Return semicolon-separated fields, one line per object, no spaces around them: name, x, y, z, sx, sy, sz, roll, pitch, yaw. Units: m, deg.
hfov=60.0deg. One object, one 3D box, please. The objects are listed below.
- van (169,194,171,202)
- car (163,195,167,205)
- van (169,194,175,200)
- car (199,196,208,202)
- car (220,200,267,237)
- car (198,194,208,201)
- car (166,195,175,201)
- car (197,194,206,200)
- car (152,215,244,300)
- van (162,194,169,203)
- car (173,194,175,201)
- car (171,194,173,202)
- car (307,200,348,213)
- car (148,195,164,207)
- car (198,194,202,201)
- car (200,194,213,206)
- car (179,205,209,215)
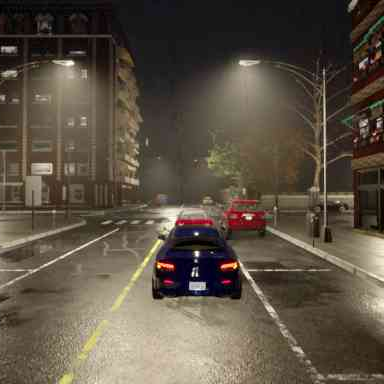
van;-5.686;1.389;67.324;1.690;1.788;3.998;1;0;0
car;-5.688;1.619;56.246;1.802;1.307;4.206;1;0;0
van;-5.692;1.422;95.017;1.690;1.788;3.998;1;0;0
car;2.687;1.626;78.395;1.947;1.339;4.313;1;0;0
car;2.704;1.323;18.212;2.192;1.841;5.009;1;0;0
car;2.690;1.382;83.933;2.192;1.841;5.009;1;0;0
car;-5.695;1.624;89.479;2.008;1.369;4.403;1;0;0
car;2.688;1.396;95.009;2.192;1.841;5.009;1;0;0
car;0.100;1.529;8.281;1.812;1.442;4.674;0;0;0
van;-5.685;1.383;61.785;1.690;1.788;3.998;1;0;0
car;-5.692;1.611;78.402;2.008;1.369;4.403;1;0;0
car;-5.692;1.636;72.863;1.802;1.307;4.206;1;0;0
car;15.205;1.609;37.247;4.313;1.339;1.947;0;-1;1
car;-5.687;1.614;50.709;1.802;1.307;4.206;1;0;0
car;2.689;1.604;72.856;2.008;1.369;4.403;1;0;0
car;2.692;1.563;56.413;1.752;1.417;4.829;1;0;0
car;0.097;1.609;18.025;1.895;1.301;4.718;0;0;0
